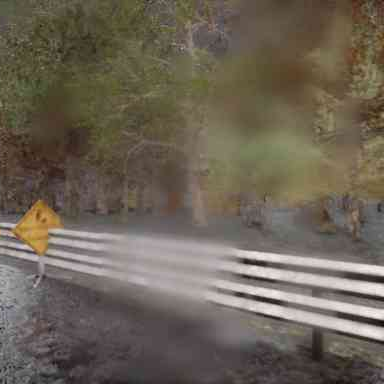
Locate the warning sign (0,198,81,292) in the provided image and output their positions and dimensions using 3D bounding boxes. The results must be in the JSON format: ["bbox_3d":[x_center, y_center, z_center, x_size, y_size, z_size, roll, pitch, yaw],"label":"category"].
[{"bbox_3d":[-3.469,1.101,7.630,1.060,1.860,1.300,-2,0,36],"label":"warning sign"}]
